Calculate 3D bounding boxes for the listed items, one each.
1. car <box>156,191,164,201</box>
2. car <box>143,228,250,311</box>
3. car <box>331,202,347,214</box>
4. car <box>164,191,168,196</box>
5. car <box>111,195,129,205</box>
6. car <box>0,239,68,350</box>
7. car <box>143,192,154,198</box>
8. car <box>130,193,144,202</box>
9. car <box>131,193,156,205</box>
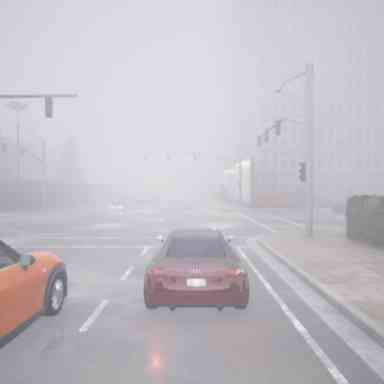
[{"bbox_3d":[-6.940,1.033,63.705,1.837,1.490,4.892,0,0,1],"label":"car"},{"bbox_3d":[0.090,1.506,7.718,1.994,1.385,4.181,0,0,0],"label":"car"},{"bbox_3d":[15.804,1.300,31.464,5.008,1.535,1.882,0,0,0],"label":"car"},{"bbox_3d":[-6.877,0.384,79.176,2.097,1.767,4.553,0,0,0],"label":"car"},{"bbox_3d":[-10.508,1.131,48.570,2.128,1.511,4.902,0,1,0],"label":"car"},{"bbox_3d":[-3.432,1.317,4.543,2.097,1.767,4.553,0,0,1],"label":"car"},{"bbox_3d":[-10.377,0.624,79.123,1.895,1.301,4.718,0,0,0],"label":"car"},{"bbox_3d":[-10.439,1.006,63.692,1.882,1.535,5.008,0,0,1],"label":"car"},{"bbox_3d":[-7.007,0.992,48.524,2.097,1.767,4.553,0,0,0],"label":"car"}]
